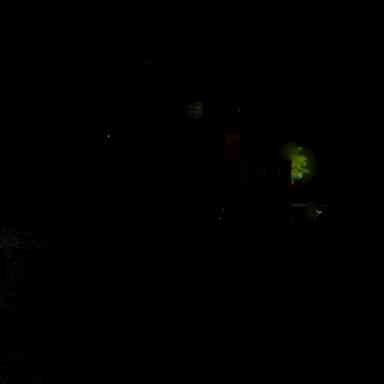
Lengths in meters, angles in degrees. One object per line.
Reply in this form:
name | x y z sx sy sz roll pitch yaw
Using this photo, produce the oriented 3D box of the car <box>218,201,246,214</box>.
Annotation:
car | 5.021 1.893 40.423 2.128 1.511 4.902 -1 -1 36
